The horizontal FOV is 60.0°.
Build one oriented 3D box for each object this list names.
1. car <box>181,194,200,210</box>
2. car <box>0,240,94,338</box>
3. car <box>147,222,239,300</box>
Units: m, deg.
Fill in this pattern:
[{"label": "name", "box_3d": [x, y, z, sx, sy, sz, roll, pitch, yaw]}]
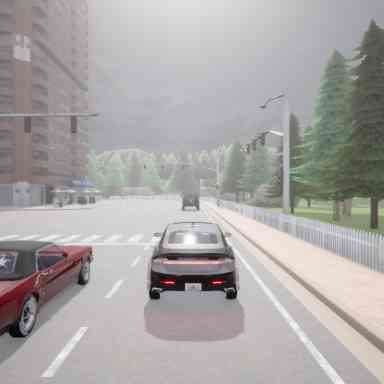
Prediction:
[{"label": "car", "box_3d": [-0.183, 1.222, 43.041, 2.150, 2.045, 5.566, 0, 0, -1]}, {"label": "car", "box_3d": [-3.452, 1.601, 6.548, 1.895, 1.301, 4.718, 0, 0, 0]}, {"label": "car", "box_3d": [0.021, 1.492, 8.398, 2.128, 1.511, 4.902, 0, 0, 0]}]
